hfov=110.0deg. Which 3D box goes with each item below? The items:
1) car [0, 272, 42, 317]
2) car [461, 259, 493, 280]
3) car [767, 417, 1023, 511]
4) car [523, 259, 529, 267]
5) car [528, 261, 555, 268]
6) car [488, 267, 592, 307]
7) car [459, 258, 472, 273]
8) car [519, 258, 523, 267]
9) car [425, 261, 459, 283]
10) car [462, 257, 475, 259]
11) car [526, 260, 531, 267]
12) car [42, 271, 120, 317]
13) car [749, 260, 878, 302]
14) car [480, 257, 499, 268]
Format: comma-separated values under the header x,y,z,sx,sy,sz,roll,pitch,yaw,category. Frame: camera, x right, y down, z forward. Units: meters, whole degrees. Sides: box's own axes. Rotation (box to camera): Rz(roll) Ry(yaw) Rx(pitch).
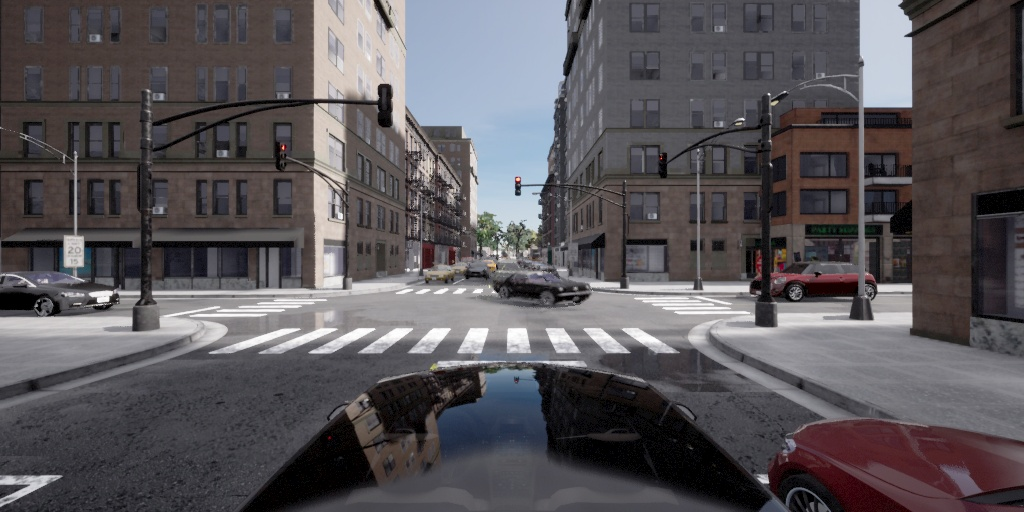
x,y,z,sx,sy,sz,roll,pitch,yaw,category
-5.398,1.065,0.758,2.192,1.841,5.009,0,0,0,car
-2.927,1.258,31.118,1.837,1.490,4.892,0,0,0,car
2.640,1.332,0.778,1.802,1.307,4.207,0,0,0,car
2.545,1.303,38.749,2.007,1.370,4.403,0,0,0,car
2.572,1.302,27.786,2.007,1.370,4.403,0,0,0,car
1.145,1.341,15.585,1.895,1.301,4.718,0,0,-36,car
-5.504,1.278,38.559,1.751,1.417,4.829,0,0,0,car
2.504,1.306,55.195,2.007,1.370,4.403,0,0,0,car
-5.480,1.277,27.596,1.751,1.417,4.829,0,0,0,car
-5.516,1.068,44.211,2.192,1.841,5.009,0,0,0,car
2.559,1.297,33.267,1.888,1.381,4.507,0,0,0,car
-17.098,1.310,12.900,4.902,1.511,2.128,0,0,1,car
13.223,1.036,15.965,4.553,1.767,2.097,0,0,0,car
-2.944,1.231,42.765,1.882,1.535,5.008,0,0,0,car
